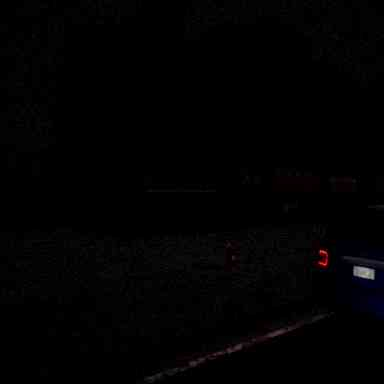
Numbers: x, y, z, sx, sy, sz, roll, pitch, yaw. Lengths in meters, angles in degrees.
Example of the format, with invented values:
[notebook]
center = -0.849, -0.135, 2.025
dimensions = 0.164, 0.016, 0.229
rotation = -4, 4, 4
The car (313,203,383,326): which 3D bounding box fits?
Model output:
[car]
center = 4.596, 1.224, 6.228
dimensions = 5.566, 2.045, 2.150
rotation = 0, 0, -36
